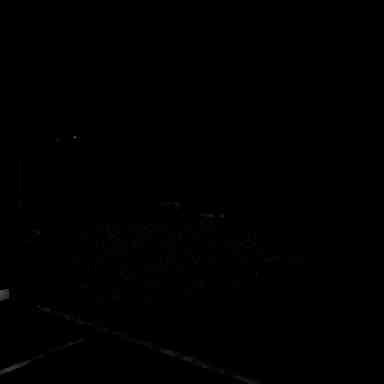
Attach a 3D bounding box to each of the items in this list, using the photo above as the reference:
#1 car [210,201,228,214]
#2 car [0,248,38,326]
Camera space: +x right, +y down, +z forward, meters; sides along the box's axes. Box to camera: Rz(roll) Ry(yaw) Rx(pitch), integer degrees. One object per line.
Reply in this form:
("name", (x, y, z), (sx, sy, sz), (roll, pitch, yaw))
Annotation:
("car", (5.191, 2.546, 55.176), (2.150, 2.045, 5.566), (-1, -2, 35))
("car", (-4.638, 1.643, 6.274), (4.313, 1.339, 1.947), (-1, 0, 36))
